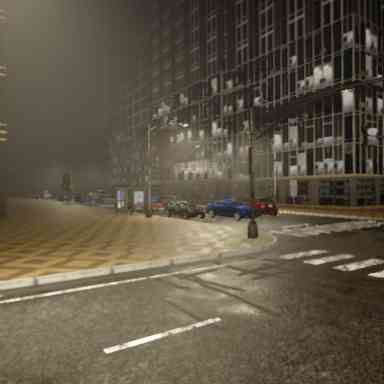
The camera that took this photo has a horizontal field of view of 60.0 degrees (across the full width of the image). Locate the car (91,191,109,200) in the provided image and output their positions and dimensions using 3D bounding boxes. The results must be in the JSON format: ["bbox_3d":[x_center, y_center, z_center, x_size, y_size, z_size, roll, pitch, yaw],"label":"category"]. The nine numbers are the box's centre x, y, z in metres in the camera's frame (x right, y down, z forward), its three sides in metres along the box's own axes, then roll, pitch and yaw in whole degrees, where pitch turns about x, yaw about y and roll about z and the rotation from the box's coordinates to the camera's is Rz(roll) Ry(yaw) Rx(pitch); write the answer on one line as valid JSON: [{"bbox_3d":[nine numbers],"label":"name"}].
[{"bbox_3d":[-19.272,0.665,69.364,2.192,1.841,5.009,0,1,-34],"label":"car"}]

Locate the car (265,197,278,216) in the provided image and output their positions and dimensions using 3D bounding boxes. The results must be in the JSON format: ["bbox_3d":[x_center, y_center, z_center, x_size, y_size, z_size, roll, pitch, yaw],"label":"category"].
[{"bbox_3d":[5.210,1.175,28.853,2.097,1.767,4.553,-1,1,-34],"label":"car"}]

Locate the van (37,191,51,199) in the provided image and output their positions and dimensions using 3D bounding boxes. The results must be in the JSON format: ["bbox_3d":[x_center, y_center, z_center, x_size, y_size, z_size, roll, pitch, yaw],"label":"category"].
[{"bbox_3d":[-32.605,0.704,74.023,1.690,1.788,3.998,0,1,-34],"label":"van"}]

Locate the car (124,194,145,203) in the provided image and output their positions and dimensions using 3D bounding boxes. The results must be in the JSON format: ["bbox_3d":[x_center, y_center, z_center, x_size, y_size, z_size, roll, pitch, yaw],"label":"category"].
[{"bbox_3d":[-9.652,1.092,55.289,1.802,1.307,4.206,0,1,-34],"label":"car"}]

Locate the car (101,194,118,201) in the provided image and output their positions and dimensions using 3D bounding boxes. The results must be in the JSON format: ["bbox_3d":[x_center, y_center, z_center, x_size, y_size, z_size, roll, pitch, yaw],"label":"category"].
[{"bbox_3d":[-16.066,0.985,64.675,1.802,1.307,4.206,0,1,-34],"label":"car"}]

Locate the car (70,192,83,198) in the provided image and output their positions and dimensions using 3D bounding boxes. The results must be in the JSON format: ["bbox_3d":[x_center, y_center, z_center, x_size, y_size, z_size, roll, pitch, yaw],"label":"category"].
[{"bbox_3d":[-28.892,0.739,83.444,2.008,1.369,4.403,0,1,-34],"label":"car"}]

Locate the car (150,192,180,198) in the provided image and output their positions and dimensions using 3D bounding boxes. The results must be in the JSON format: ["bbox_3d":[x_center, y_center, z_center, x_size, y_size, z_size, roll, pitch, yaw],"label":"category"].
[{"bbox_3d":[-2.020,1.146,33.843,2.097,1.767,4.553,-1,1,-34],"label":"car"}]

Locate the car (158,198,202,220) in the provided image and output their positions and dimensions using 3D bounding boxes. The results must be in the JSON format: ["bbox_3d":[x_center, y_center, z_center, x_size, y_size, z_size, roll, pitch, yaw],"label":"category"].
[{"bbox_3d":[-0.645,1.457,27.026,1.947,1.339,4.313,0,1,-34],"label":"car"}]

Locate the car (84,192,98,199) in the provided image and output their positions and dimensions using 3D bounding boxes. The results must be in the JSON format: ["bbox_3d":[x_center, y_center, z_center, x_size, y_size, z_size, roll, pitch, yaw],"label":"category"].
[{"bbox_3d":[-22.479,0.736,74.057,1.967,1.590,4.097,0,1,-34],"label":"car"}]

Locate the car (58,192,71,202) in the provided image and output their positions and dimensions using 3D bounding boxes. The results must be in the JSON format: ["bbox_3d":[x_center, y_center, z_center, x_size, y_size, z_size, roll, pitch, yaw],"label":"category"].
[{"bbox_3d":[-22.985,1.075,59.947,2.008,1.369,4.403,0,1,-34],"label":"car"}]

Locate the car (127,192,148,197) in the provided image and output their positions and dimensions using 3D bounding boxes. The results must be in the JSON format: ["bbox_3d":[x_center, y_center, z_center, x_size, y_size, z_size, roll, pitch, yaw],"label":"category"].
[{"bbox_3d":[-7.493,1.058,41.866,2.097,1.767,4.553,-1,1,-34],"label":"car"}]

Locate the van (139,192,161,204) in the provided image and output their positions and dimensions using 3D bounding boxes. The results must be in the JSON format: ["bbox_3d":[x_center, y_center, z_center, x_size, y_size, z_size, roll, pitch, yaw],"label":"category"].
[{"bbox_3d":[-6.446,0.904,50.593,1.690,1.788,3.998,0,1,-34],"label":"van"}]

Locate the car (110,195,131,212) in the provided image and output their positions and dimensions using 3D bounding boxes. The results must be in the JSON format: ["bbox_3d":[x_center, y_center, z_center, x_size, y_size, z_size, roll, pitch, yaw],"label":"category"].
[{"bbox_3d":[-6.997,1.353,36.456,1.947,1.339,4.313,0,1,-34],"label":"car"}]

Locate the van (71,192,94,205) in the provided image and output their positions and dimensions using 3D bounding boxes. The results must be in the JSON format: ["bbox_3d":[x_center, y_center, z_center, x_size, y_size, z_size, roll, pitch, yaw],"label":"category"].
[{"bbox_3d":[-16.571,0.972,50.560,1.690,1.788,3.998,0,1,-34],"label":"van"}]

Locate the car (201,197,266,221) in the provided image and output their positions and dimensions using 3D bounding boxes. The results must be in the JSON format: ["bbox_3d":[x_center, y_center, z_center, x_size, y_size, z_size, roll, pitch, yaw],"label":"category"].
[{"bbox_3d":[3.148,1.355,26.279,1.882,1.535,5.008,-1,1,-34],"label":"car"}]

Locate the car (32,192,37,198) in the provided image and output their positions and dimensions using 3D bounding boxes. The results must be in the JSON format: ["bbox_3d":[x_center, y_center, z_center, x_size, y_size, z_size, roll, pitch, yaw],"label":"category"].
[{"bbox_3d":[-35.811,0.749,78.716,1.967,1.590,4.097,0,1,-34],"label":"car"}]

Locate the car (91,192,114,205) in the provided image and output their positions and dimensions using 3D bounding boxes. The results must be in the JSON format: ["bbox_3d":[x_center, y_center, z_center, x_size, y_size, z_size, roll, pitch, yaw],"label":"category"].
[{"bbox_3d":[-13.264,1.137,50.392,1.812,1.442,4.674,-1,1,-34],"label":"car"}]

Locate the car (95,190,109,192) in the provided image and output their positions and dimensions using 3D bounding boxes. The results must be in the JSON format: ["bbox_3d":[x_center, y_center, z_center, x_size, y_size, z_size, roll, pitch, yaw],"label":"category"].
[{"bbox_3d":[-16.858,0.685,61.219,2.150,2.045,5.566,-1,1,-34],"label":"car"}]

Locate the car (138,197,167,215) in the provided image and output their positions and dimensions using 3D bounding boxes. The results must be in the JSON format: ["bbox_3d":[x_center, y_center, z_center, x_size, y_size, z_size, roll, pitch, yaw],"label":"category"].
[{"bbox_3d":[-3.838,1.421,31.731,1.802,1.307,4.206,0,1,-34],"label":"car"}]
